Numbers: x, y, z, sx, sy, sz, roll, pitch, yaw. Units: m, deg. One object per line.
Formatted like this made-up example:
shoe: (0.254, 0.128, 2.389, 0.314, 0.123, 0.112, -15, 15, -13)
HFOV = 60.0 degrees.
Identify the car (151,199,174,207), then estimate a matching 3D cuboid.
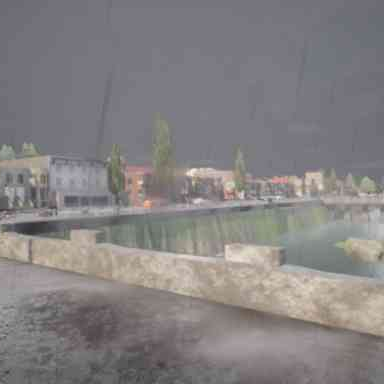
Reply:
car: (-5.459, 1.983, 61.752, 1.994, 1.385, 4.181, -1, -1, 36)

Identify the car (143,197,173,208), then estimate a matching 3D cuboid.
car: (-5.797, 1.727, 54.320, 2.097, 1.767, 4.553, -1, -1, 36)

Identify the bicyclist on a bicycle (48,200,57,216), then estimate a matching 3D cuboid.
bicyclist on a bicycle: (-14.553, 1.681, 34.655, 1.656, 1.620, 0.582, -1, -1, 35)

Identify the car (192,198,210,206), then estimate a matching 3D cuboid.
car: (1.793, 1.902, 65.001, 1.812, 1.442, 4.674, -1, 0, 35)
